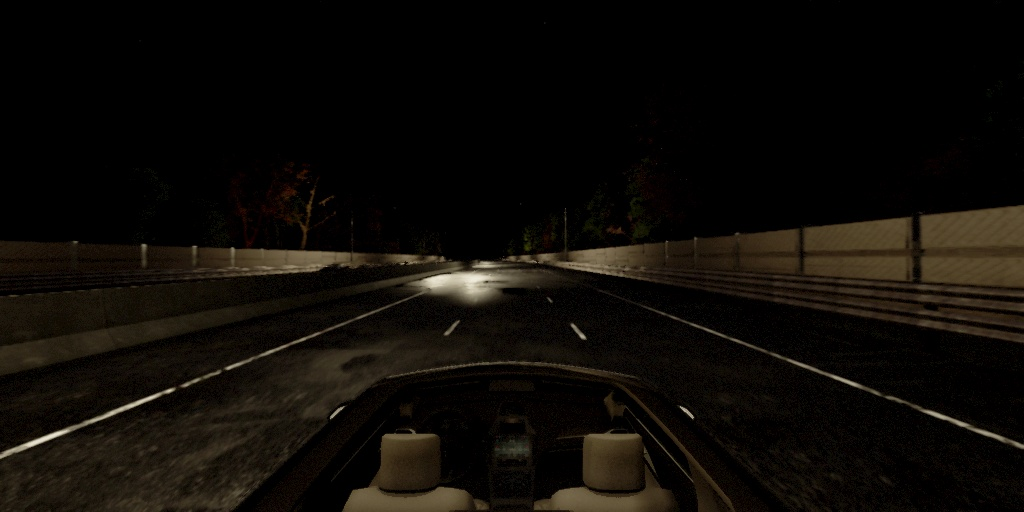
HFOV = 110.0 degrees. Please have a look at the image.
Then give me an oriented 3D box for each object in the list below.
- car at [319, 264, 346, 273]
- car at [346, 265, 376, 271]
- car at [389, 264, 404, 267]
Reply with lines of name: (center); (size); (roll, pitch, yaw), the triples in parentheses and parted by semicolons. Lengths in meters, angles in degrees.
car: (-21.239, 1.669, 43.086); (2.128, 1.511, 4.902); (0, 0, 0)
car: (-17.739, 1.750, 43.188); (1.895, 1.301, 4.718); (0, 0, 0)
car: (-14.252, 1.694, 44.807); (1.994, 1.385, 4.181); (0, 0, 0)
